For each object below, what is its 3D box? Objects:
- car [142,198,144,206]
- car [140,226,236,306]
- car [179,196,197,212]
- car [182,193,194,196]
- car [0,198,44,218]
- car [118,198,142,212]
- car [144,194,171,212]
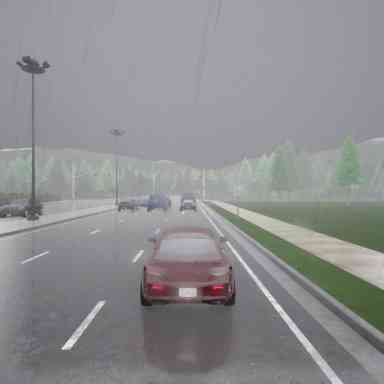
[{"bbox_3d":[-7.561,1.564,49.478,1.994,1.385,4.181,0,0,-1],"label":"car"},{"bbox_3d":[-0.094,1.526,7.899,1.812,1.442,4.674,0,0,-1],"label":"car"},{"bbox_3d":[-0.441,1.526,39.275,1.812,1.442,4.674,0,0,-1],"label":"car"},{"bbox_3d":[-0.561,1.221,49.341,2.150,2.045,5.566,0,0,-1],"label":"car"},{"bbox_3d":[-15.341,1.352,30.153,2.097,1.767,4.553,0,0,-1],"label":"car"},{"bbox_3d":[-7.440,1.505,39.129,1.837,1.490,4.892,0,0,-1],"label":"car"},{"bbox_3d":[-3.937,1.221,38.902,2.150,2.045,5.566,0,0,-1],"label":"car"}]
